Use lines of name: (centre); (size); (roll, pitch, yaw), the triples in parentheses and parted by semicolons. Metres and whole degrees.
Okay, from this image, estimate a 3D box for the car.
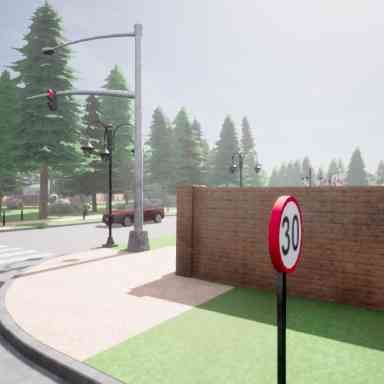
car: (-3.973, 1.464, 23.129); (1.882, 1.535, 5.008); (0, 0, 35)
